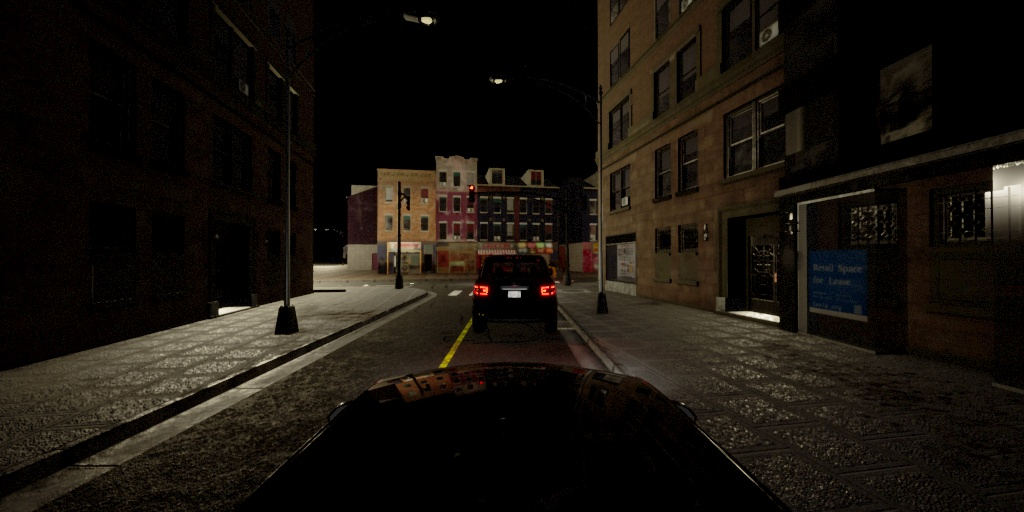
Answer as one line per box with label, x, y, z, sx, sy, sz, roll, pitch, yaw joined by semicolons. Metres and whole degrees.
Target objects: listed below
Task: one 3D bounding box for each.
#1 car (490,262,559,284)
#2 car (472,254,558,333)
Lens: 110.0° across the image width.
car;1.003;1.230;27.219;5.008;1.535;1.882;0;-1;-30
car;0.098;0.972;10.899;2.150;2.045;5.566;0;0;1
